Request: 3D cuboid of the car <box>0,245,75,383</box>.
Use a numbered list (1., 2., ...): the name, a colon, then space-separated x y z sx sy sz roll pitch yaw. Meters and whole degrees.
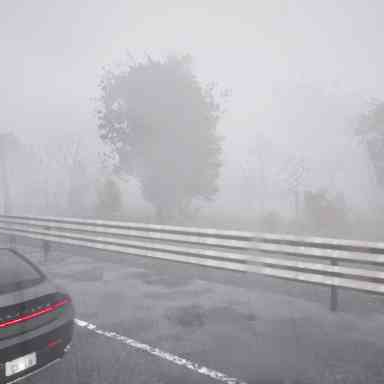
1. car: -3.689 1.508 4.845 4.892 1.490 1.837 0 0 37
